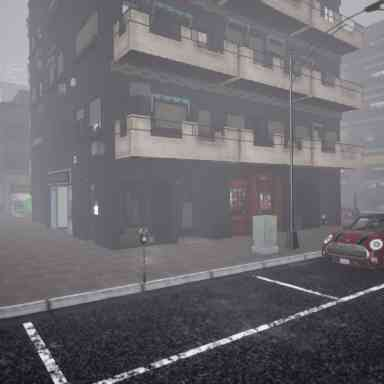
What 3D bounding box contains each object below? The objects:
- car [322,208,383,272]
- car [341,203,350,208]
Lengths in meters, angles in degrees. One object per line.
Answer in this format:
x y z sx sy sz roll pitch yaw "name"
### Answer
5.932 1.437 10.575 4.097 1.590 1.967 0 -1 -36 "car"
12.974 1.589 30.277 1.994 1.385 4.181 -1 1 -36 "car"
